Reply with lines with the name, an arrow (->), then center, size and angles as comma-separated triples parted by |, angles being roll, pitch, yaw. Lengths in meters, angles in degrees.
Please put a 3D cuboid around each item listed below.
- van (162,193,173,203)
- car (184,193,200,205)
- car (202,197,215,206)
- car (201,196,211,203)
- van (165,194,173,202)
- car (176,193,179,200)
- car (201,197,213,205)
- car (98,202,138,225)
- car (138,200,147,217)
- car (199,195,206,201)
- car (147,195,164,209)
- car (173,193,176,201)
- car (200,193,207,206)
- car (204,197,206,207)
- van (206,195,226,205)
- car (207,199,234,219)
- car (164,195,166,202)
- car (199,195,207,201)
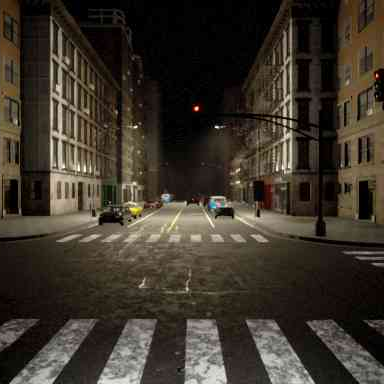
van -> -5.336, 1.337, 66.807 | 1.690, 1.788, 3.998 | 0, 0, 0
car -> 0.180, 1.348, 57.999 | 2.097, 1.767, 4.553 | 0, 0, 0
car -> 2.725, 1.562, 55.984 | 1.947, 1.339, 4.313 | 0, 0, 0
car -> 2.743, 1.521, 66.966 | 1.752, 1.417, 4.829 | 0, 0, 0
van -> -5.331, 1.336, 77.620 | 1.690, 1.788, 3.998 | 0, 0, 0
car -> -5.325, 1.545, 88.432 | 2.008, 1.369, 4.403 | 0, 0, 0
car -> 2.734, 1.546, 61.391 | 2.008, 1.369, 4.403 | 0, 0, 0
car -> -5.357, 1.549, 23.557 | 2.008, 1.369, 4.403 | 0, 0, 0
car -> -5.355, 1.523, 28.794 | 1.752, 1.417, 4.829 | 0, 0, 0
car -> 2.779, 1.560, 88.422 | 1.947, 1.339, 4.313 | 0, 0, 0
car -> -5.347, 1.436, 45.182 | 1.967, 1.590, 4.097 | 0, 0, 0
car -> -5.333, 1.310, 72.213 | 2.192, 1.841, 5.009 | 0, 0, 0
car -> 2.716, 1.311, 50.578 | 2.192, 1.841, 5.009 | 0, 0, 0
car -> 2.698, 1.578, 39.766 | 1.802, 1.307, 4.206 | 0, 0, 0
van -> 2.689, 1.338, 34.359 | 1.690, 1.788, 3.998 | 0, 0, 0
car -> 2.680, 1.548, 28.953 | 2.008, 1.369, 4.403 | 0, 0, 0
car -> -5.344, 1.521, 50.418 | 1.752, 1.417, 4.829 | 0, 0, 0
car -> 2.770, 1.539, 83.016 | 1.887, 1.381, 4.507 | 0, 0, 0
